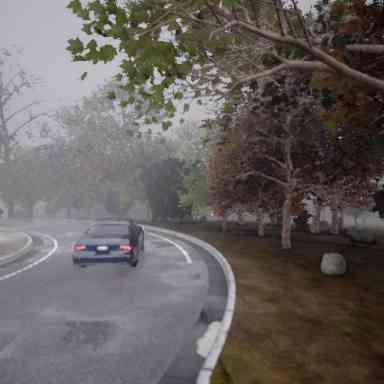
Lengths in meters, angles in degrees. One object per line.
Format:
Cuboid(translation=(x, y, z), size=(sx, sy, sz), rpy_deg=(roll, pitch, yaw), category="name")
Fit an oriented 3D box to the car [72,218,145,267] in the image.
Cuboid(translation=(-2.720, 1.615, 11.701), size=(2.033, 1.411, 5.357), rpy_deg=(0, 0, -6), category="car")
